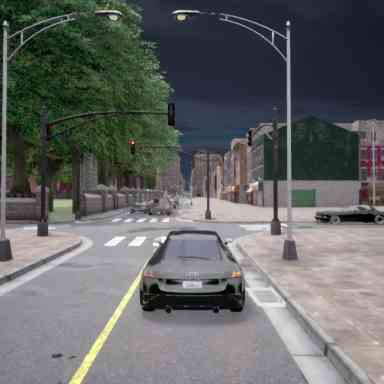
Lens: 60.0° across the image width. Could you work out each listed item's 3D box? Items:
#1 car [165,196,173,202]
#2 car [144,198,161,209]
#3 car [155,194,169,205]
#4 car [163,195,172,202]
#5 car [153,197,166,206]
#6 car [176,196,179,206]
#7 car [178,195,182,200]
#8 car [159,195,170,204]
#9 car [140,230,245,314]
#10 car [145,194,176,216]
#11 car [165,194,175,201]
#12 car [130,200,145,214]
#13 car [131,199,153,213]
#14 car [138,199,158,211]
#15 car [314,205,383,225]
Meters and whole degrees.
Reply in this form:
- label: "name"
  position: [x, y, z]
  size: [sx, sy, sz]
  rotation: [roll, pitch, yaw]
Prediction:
- label: "car"
  position: [-6.007, 1.726, 86.462]
  size: [1.752, 1.417, 4.829]
  rotation: [1, 0, -1]
- label: "car"
  position: [-5.650, 1.620, 48.482]
  size: [1.947, 1.339, 4.313]
  rotation: [1, 0, -1]
- label: "car"
  position: [-5.799, 1.417, 64.833]
  size: [2.192, 1.841, 5.009]
  rotation: [1, 0, -1]
- label: "car"
  position: [-5.955, 1.613, 81.182]
  size: [1.967, 1.590, 4.097]
  rotation: [1, 0, -1]
- label: "car"
  position: [-5.753, 1.666, 59.382]
  size: [1.802, 1.307, 4.206]
  rotation: [1, 0, -1]
- label: "car"
  position: [-3.080, 1.573, 45.325]
  size: [1.812, 1.442, 4.674]
  rotation: [0, 0, -1]
- label: "car"
  position: [-3.190, 1.583, 57.660]
  size: [1.837, 1.490, 4.892]
  rotation: [0, 0, 0]
- label: "car"
  position: [-5.853, 1.563, 70.283]
  size: [1.967, 1.590, 4.097]
  rotation: [1, 0, -1]
- label: "car"
  position: [0.024, 1.567, 7.730]
  size: [1.994, 1.385, 4.181]
  rotation: [0, 0, 1]
- label: "car"
  position: [-3.049, 1.379, 33.193]
  size: [2.097, 1.767, 4.553]
  rotation: [0, 0, 1]
- label: "car"
  position: [-6.056, 1.548, 92.084]
  size: [2.192, 1.841, 5.009]
  rotation: [1, 0, -1]
- label: "car"
  position: [-5.559, 1.582, 35.897]
  size: [2.008, 1.369, 4.403]
  rotation: [1, 0, -1]
- label: "car"
  position: [-5.601, 1.560, 37.871]
  size: [1.752, 1.417, 4.829]
  rotation: [1, 0, -1]
- label: "car"
  position: [-5.598, 1.594, 43.032]
  size: [2.008, 1.369, 4.403]
  rotation: [1, 0, -1]
- label: "car"
  position: [10.875, 1.551, 22.580]
  size: [4.718, 1.301, 1.895]
  rotation: [-1, -1, 0]
